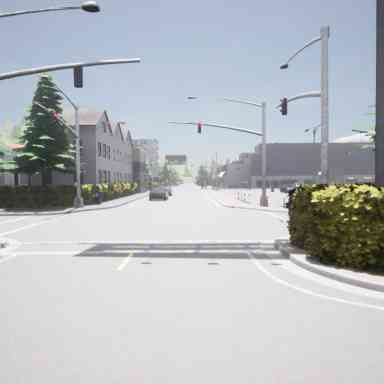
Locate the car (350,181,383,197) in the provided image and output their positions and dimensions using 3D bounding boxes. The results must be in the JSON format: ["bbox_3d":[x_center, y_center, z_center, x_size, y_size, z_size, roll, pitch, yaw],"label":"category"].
[{"bbox_3d":[22.169,-0.463,42.135,1.932,1.855,4.605,-1,2,-1],"label":"car"}]

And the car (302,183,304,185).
[{"bbox_3d":[18.765,-0.874,59.166,1.970,1.475,3.806,-1,2,-1],"label":"car"}]

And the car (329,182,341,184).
[{"bbox_3d":[25.178,-1.036,59.532,2.152,1.636,5.027,-1,2,-1],"label":"car"}]

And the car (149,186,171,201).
[{"bbox_3d":[-3.801,0.144,38.318,1.882,1.535,5.008,-1,2,0],"label":"car"}]

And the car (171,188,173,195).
[{"bbox_3d":[-3.840,-0.189,48.449,2.128,1.511,4.902,-1,2,0],"label":"car"}]

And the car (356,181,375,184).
[{"bbox_3d":[18.940,-0.178,34.248,1.905,1.878,3.866,-1,2,-1],"label":"car"}]

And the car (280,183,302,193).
[{"bbox_3d":[15.156,-0.526,52.098,2.007,1.523,4.514,-1,2,-1],"label":"car"}]
